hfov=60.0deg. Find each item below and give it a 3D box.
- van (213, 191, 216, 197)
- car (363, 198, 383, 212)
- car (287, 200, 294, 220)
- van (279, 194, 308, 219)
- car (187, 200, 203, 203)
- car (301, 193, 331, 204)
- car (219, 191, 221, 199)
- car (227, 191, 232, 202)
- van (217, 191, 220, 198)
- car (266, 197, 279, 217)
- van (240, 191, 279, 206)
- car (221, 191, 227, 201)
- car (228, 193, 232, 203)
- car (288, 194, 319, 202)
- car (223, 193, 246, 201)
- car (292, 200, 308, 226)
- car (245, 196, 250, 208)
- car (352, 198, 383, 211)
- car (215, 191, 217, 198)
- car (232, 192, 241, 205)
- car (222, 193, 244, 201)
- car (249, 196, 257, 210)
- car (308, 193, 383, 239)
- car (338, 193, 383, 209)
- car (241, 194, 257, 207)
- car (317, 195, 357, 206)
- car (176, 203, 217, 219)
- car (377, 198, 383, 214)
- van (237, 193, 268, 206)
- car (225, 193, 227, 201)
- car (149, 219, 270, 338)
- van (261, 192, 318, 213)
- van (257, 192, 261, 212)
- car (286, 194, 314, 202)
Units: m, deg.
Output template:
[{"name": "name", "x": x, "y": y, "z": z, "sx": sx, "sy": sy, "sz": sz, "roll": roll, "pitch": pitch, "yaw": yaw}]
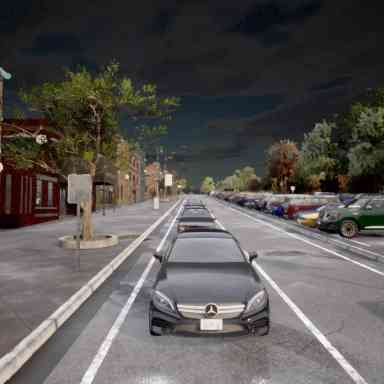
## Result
[{"name": "van", "x": 8.704, "y": 0.764, "z": 89.901, "sx": 4.442, "sy": 1.987, "sz": 1.878, "roll": 0, "pitch": 1, "yaw": 0}, {"name": "car", "x": 22.210, "y": 1.468, "z": 37.394, "sx": 4.792, "sy": 1.488, "sz": 2.163, "roll": 0, "pitch": 0, "yaw": 0}, {"name": "car", "x": 9.258, "y": 1.506, "z": 22.618, "sx": 4.674, "sy": 1.452, "sz": 2.002, "roll": 0, "pitch": 0, "yaw": 0}, {"name": "van", "x": 9.354, "y": 1.237, "z": 25.422, "sx": 4.442, "sy": 1.987, "sz": 1.878, "roll": 0, "pitch": 0, "yaw": 0}, {"name": "car", "x": 0.239, "y": 1.442, "z": 29.838, "sx": 2.128, "sy": 1.511, "sz": 4.902, "roll": 0, "pitch": 0, "yaw": 0}, {"name": "car", "x": 22.127, "y": 1.136, "z": 59.607, "sx": 4.553, "sy": 1.767, "sz": 2.185, "roll": 0, "pitch": 1, "yaw": 0}, {"name": "car", "x": 8.937, "y": 0.938, "z": 67.476, "sx": 5.566, "sy": 2.045, "sz": 2.435, "roll": 0, "pitch": 1, "yaw": 0}, {"name": "car", "x": 9.051, "y": 1.139, "z": 59.068, "sx": 4.553, "sy": 1.767, "sz": 2.185, "roll": 0, "pitch": 1, "yaw": 0}, {"name": "van", "x": 8.776, "y": 0.864, "z": 78.688, "sx": 4.442, "sy": 1.987, "sz": 1.878, "roll": 0, "pitch": 1, "yaw": 0}, {"name": "car", "x": 9.213, "y": 1.460, "z": 28.225, "sx": 5.008, "sy": 1.535, "sz": 2.097, "roll": 0, "pitch": 0, "yaw": 0}, {"name": "van", "x": 9.227, "y": 1.163, "z": 45.054, "sx": 4.442, "sy": 1.987, "sz": 1.878, "roll": 0, "pitch": 0, "yaw": 0}, {"name": "car", "x": 8.955, "y": 0.963, "z": 64.673, "sx": 5.566, "sy": 2.045, "sz": 2.435, "roll": 0, "pitch": 1, "yaw": 0}, {"name": "car", "x": 9.031, "y": 1.291, "z": 56.266, "sx": 4.892, "sy": 1.521, "sz": 2.231, "roll": 0, "pitch": 1, "yaw": 0}, {"name": "car", "x": 21.875, "y": 1.209, "z": 65.157, "sx": 5.366, "sy": 1.575, "sz": 1.946, "roll": 0, "pitch": 0, "yaw": 0}, {"name": "car", "x": 8.916, "y": 1.039, "z": 70.280, "sx": 4.553, "sy": 1.767, "sz": 2.185, "roll": 0, "pitch": 1, "yaw": 0}, {"name": "car", "x": 9.088, "y": 1.466, "z": 19.814, "sx": 5.366, "sy": 1.575, "sz": 1.946, "roll": 0, "pitch": 0, "yaw": 0}, {"name": "car", "x": 9.144, "y": 1.466, "z": 39.445, "sx": 4.674, "sy": 1.452, "sz": 2.002, "roll": 0, "pitch": 0, "yaw": 0}, {"name": "car", "x": 22.250, "y": 1.452, "z": 40.178, "sx": 4.792, "sy": 1.488, "sz": 2.163, "roll": 0, "pitch": 0, "yaw": 0}, {"name": "car", "x": 8.869, "y": 1.065, "z": 81.494, "sx": 5.008, "sy": 1.535, "sz": 2.097, "roll": 0, "pitch": 1, "yaw": 0}, {"name": "car", "x": 9.064, "y": 1.113, "z": 47.853, "sx": 5.566, "sy": 2.045, "sz": 2.435, "roll": 0, "pitch": 1, "yaw": 0}, {"name": "car", "x": 8.898, "y": 1.014, "z": 73.084, "sx": 4.553, "sy": 1.767, "sz": 2.185, "roll": 0, "pitch": 1, "yaw": 0}, {"name": "car", "x": 9.194, "y": 1.470, "z": 36.637, "sx": 4.792, "sy": 1.488, "sz": 2.163, "roll": 0, "pitch": 0, "yaw": 0}, {"name": "car", "x": 9.263, "y": 1.221, "z": 17.011, "sx": 5.566, "sy": 2.045, "sz": 2.435, "roll": 0, "pitch": 0, "yaw": 0}, {"name": "car", "x": 22.175, "y": 1.153, "z": 42.950, "sx": 5.566, "sy": 2.045, "sz": 2.435, "roll": 0, "pitch": 0, "yaw": 0}, {"name": "car", "x": 9.134, "y": 1.409, "z": 42.247, "sx": 4.892, "sy": 1.521, "sz": 2.231, "roll": 0, "pitch": 0, "yaw": 0}, {"name": "car", "x": 22.336, "y": 1.332, "z": 51.281, "sx": 5.366, "sy": 1.575, "sz": 1.946, "roll": 0, "pitch": 1, "yaw": 0}, {"name": "car", "x": 0.204, "y": 1.532, "z": 17.391, "sx": 2.033, "sy": 1.411, "sz": 5.357, "roll": 0, "pitch": 0, "yaw": 0}, {"name": "car", "x": 22.442, "y": 1.444, "z": 34.624, "sx": 5.366, "sy": 1.575, "sz": 1.946, "roll": 0, "pitch": 0, "yaw": 0}, {"name": "van", "x": 9.190, "y": 1.114, "z": 50.658, "sx": 4.442, "sy": 1.987, "sz": 1.878, "roll": 0, "pitch": 1, "yaw": 0}, {"name": "car", "x": 8.999, "y": 1.280, "z": 61.873, "sx": 4.674, "sy": 1.452, "sz": 2.002, "roll": 0, "pitch": 1, "yaw": 0}, {"name": "car", "x": 0.257, "y": 1.524, "z": 6.812, "sx": 1.812, "sy": 1.442, "sz": 4.674, "roll": 0, "pitch": 0, "yaw": 0}, {"name": "van", "x": 9.084, "y": 1.230, "z": 31.031, "sx": 4.442, "sy": 1.987, "sz": 1.878, "roll": 0, "pitch": 0, "yaw": 0}, {"name": "van", "x": 9.299, "y": 1.222, "z": 33.834, "sx": 4.442, "sy": 1.987, "sz": 1.878, "roll": 0, "pitch": 0, "yaw": 0}, {"name": "car", "x": 22.048, "y": 1.188, "z": 67.934, "sx": 4.892, "sy": 1.521, "sz": 2.231, "roll": 0, "pitch": 1, "yaw": 0}]
